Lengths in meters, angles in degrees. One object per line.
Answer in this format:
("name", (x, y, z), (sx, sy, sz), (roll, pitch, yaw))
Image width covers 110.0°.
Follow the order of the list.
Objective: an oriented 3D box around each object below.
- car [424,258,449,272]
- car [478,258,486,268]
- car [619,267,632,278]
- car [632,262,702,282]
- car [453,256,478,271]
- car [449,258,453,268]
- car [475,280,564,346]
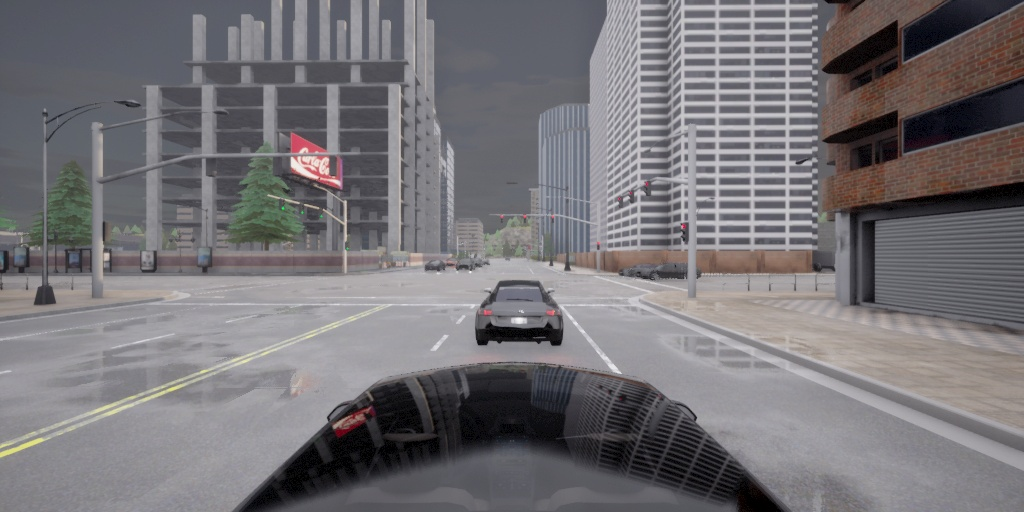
("car", (-9.811, 1.227, 45.995), (1.882, 1.535, 5.008), (0, 0, 1))
("car", (-6.056, 1.105, 59.040), (2.097, 1.767, 4.553), (0, 0, 1))
("car", (11.895, 1.313, 32.462), (4.181, 1.385, 1.994), (0, 0, 2))
("car", (12.568, 1.254, 28.817), (4.892, 1.490, 1.837), (0, 0, -1))
("car", (-6.253, 1.101, 48.848), (2.097, 1.767, 4.553), (0, 0, 1))
("car", (-9.592, 1.102, 57.311), (2.097, 1.767, 4.553), (0, 0, 1))
("car", (0.194, 1.314, 9.452), (1.994, 1.385, 4.181), (0, 0, 1))
